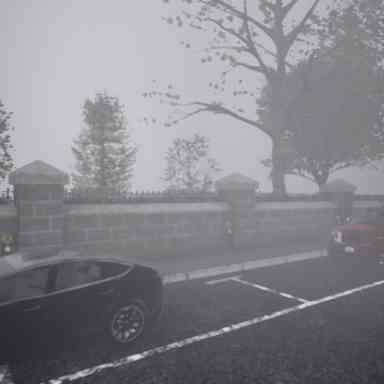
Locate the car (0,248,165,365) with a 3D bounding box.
[{"bbox_3d":[-2.439,1.571,4.820,4.313,1.339,1.947,1,0,-35],"label":"car"}]

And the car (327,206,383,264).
[{"bbox_3d":[6.740,1.413,11.346,5.009,1.841,2.192,1,0,-35],"label":"car"}]
